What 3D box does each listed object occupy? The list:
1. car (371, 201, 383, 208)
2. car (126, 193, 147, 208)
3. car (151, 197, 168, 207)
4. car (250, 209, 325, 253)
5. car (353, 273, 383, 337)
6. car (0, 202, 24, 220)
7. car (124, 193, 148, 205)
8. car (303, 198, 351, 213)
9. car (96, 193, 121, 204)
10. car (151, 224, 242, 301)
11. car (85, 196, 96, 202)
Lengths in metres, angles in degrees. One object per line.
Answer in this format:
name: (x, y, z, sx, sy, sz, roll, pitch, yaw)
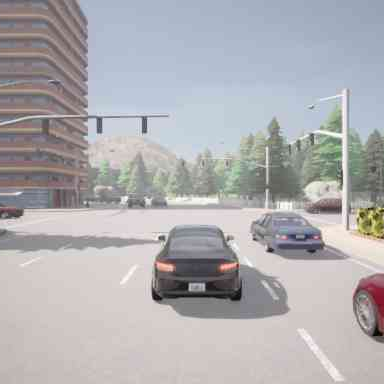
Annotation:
car: (19.921, 1.271, 31.498, 5.566, 2.045, 2.150, -1, 0, 0)
car: (-8.182, 1.221, 48.777, 2.150, 2.045, 5.566, 0, 0, -14)
car: (-5.026, 1.505, 50.676, 1.837, 1.490, 4.892, 0, 0, -17)
car: (3.660, 1.547, 13.677, 2.033, 1.411, 5.357, 0, 0, 1)
car: (3.598, 1.526, 3.662, 1.812, 1.442, 4.674, 0, 0, 0)
car: (-16.915, 1.533, 28.241, 5.008, 1.535, 1.882, 0, 0, 1)
car: (-10.495, 1.217, 62.398, 2.150, 2.045, 5.566, 0, 1, -36)
car: (14.133, 1.409, 35.065, 4.553, 1.767, 2.097, 0, 0, 1)
car: (-15.597, 1.224, 63.365, 2.150, 2.045, 5.566, 0, 0, -41)
car: (0.104, 1.526, 8.208, 1.812, 1.442, 4.674, 0, 0, 0)
car: (-21.524, 1.525, 73.241, 4.902, 1.511, 2.128, 0, 0, 34)
